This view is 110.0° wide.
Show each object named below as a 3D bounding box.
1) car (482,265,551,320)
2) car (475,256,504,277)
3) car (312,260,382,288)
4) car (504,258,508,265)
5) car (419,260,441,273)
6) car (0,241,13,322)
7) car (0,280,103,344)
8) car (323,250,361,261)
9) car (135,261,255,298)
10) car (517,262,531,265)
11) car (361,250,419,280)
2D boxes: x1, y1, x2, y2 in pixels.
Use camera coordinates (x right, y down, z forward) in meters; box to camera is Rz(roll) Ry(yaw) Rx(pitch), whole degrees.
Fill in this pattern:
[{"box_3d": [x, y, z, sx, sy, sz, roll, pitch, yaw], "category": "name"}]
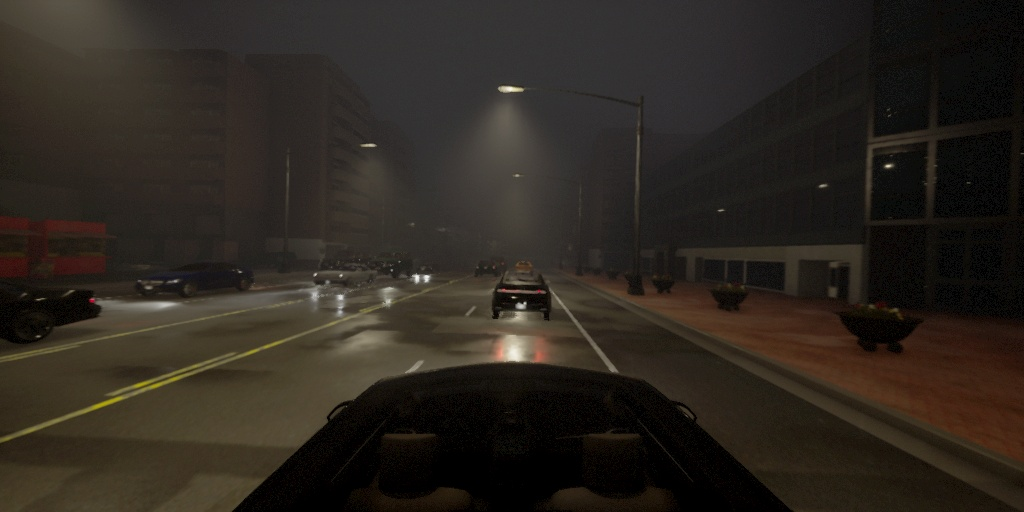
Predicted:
[{"box_3d": [0.368, 1.256, 12.815, 2.128, 1.511, 4.902, 1, 0, 2], "category": "car"}, {"box_3d": [-2.339, 1.130, 35.749, 2.097, 1.767, 4.553, 1, 0, 3], "category": "car"}, {"box_3d": [-9.987, 1.130, 21.776, 1.895, 1.301, 4.718, 1, 0, 2], "category": "car"}, {"box_3d": [-1.881, 1.068, 49.260, 2.150, 2.045, 5.566, 1, 0, 2], "category": "car"}, {"box_3d": [-9.251, 1.153, 40.105, 2.128, 1.511, 4.902, 1, 0, 2], "category": "car"}, {"box_3d": [-14.012, 0.612, 6.459, 2.150, 2.045, 5.566, 1, 0, 2], "category": "car"}, {"box_3d": [-10.540, 1.029, 5.916, 2.033, 1.411, 5.357, 2, 0, 2], "category": "car"}, {"box_3d": [-13.125, 0.509, 29.004, 2.150, 2.045, 5.566, 1, 0, 2], "category": "car"}, {"box_3d": [-13.683, 0.939, 15.913, 1.812, 1.442, 4.674, 1, 0, 2], "category": "car"}, {"box_3d": [1.284, 1.361, 38.912, 1.882, 1.535, 5.008, 1, 0, 2], "category": "car"}, {"box_3d": [-9.628, 0.598, 28.882, 2.150, 2.045, 5.566, 1, 0, 2], "category": "car"}]
